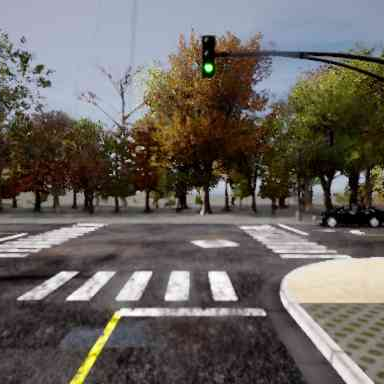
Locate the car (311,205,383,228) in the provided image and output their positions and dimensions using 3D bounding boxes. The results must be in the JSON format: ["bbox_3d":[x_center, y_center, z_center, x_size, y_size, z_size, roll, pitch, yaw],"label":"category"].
[{"bbox_3d":[10.929,1.663,23.366,4.892,1.490,1.837,0,0,0],"label":"car"}]
